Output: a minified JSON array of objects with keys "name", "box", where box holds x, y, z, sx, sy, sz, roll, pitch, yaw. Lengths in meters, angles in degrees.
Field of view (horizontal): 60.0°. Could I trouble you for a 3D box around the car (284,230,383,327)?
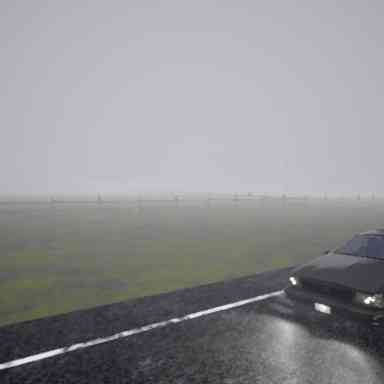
[{"name":"car","box":[4.345,1.550,7.083,5.357,1.411,2.033,0,0,-35]}]
